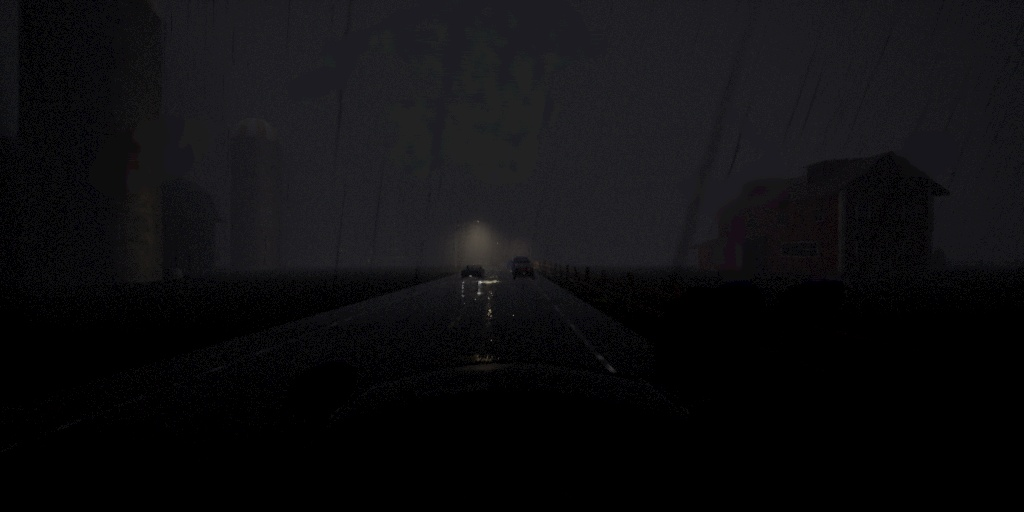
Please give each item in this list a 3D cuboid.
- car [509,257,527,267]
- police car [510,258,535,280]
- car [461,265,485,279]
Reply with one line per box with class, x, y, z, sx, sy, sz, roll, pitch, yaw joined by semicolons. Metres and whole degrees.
car;1.042;1.128;43.272;2.150;2.045;5.566;0;0;0
police car;1.044;1.285;33.349;1.930;1.638;5.238;0;0;0
car;-3.601;1.461;33.518;1.895;1.301;4.718;0;0;0
